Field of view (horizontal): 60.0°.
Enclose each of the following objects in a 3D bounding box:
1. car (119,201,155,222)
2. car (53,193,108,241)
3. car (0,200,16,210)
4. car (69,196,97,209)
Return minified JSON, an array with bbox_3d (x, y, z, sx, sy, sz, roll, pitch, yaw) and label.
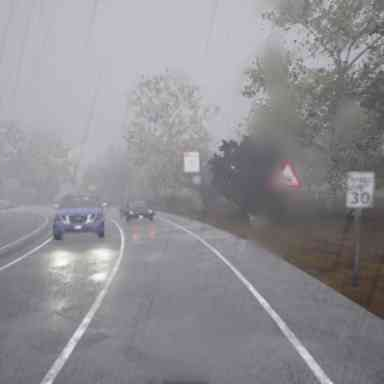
[{"bbox_3d":[-4.068,1.319,23.696,1.895,1.301,4.718,-2,1,-20],"label":"car"},{"bbox_3d":[-5.444,1.097,16.557,2.150,2.045,5.566,-1,1,-15],"label":"car"},{"bbox_3d":[-28.886,1.935,51.043,4.892,1.490,1.837,-2,3,37],"label":"car"},{"bbox_3d":[-13.421,1.256,40.603,1.812,1.442,4.674,-4,2,-36],"label":"car"}]
